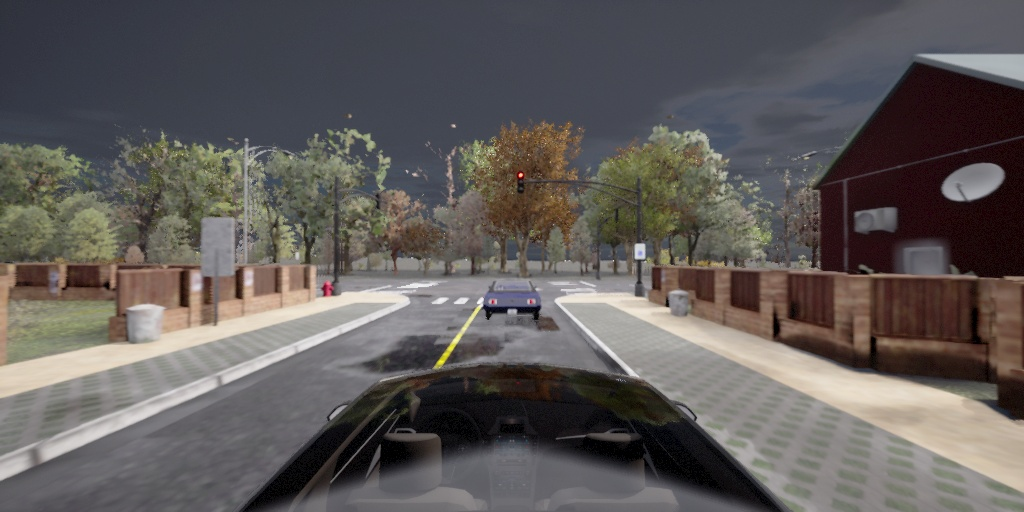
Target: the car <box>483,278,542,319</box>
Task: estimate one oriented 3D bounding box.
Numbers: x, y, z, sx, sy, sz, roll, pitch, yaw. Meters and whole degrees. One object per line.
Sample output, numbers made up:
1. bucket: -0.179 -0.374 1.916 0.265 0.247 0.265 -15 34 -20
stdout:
1. car: 0.020 1.485 13.448 1.895 1.301 4.718 0 -1 0
